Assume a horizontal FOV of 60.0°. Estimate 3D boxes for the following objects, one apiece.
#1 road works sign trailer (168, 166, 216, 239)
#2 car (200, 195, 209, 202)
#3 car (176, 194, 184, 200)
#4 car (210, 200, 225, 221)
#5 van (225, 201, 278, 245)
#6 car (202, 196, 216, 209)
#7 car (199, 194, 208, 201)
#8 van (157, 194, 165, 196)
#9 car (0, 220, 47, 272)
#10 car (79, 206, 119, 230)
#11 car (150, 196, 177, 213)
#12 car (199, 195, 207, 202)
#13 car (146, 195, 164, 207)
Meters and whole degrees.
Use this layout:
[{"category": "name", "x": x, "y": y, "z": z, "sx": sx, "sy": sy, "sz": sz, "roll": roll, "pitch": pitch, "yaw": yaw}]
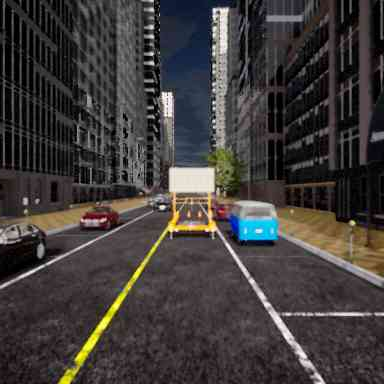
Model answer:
[{"category": "road works sign trailer", "x": -0.003, "y": 0.455, "z": 17.212, "sx": 2.380, "sy": 3.560, "sz": 2.880, "roll": 0, "pitch": 0, "yaw": 0}, {"category": "car", "x": 2.678, "y": 1.370, "z": 72.118, "sx": 1.967, "sy": 1.590, "sz": 4.097, "roll": 0, "pitch": 0, "yaw": 0}, {"category": "car", "x": -3.015, "y": 1.302, "z": 78.690, "sx": 1.837, "sy": 1.490, "sz": 4.892, "roll": 0, "pitch": 0, "yaw": 0}, {"category": "car", "x": 2.685, "y": 1.567, "z": 26.578, "sx": 1.802, "sy": 1.307, "sz": 4.206, "roll": 0, "pitch": 0, "yaw": 0}, {"category": "van", "x": 2.687, "y": 1.333, "z": 15.194, "sx": 1.690, "sy": 1.788, "sz": 3.998, "roll": 0, "pitch": 0, "yaw": 0}, {"category": "car", "x": 2.682, "y": 1.556, "z": 43.656, "sx": 1.802, "sy": 1.307, "sz": 4.206, "roll": 0, "pitch": 0, "yaw": 0}, {"category": "car", "x": 2.677, "y": 1.357, "z": 77.811, "sx": 1.967, "sy": 1.590, "sz": 4.097, "roll": 0, "pitch": 0, "yaw": 0}, {"category": "van", "x": -5.701, "y": 1.295, "z": 60.736, "sx": 1.690, "sy": 1.788, "sz": 3.998, "roll": 0, "pitch": 0, "yaw": 0}, {"category": "car", "x": -5.692, "y": 1.546, "z": 9.503, "sx": 2.008, "sy": 1.369, "sz": 4.403, "roll": 0, "pitch": 0, "yaw": 0}, {"category": "car", "x": -5.695, "y": 1.571, "z": 20.888, "sx": 1.802, "sy": 1.307, "sz": 4.206, "roll": 0, "pitch": 0, "yaw": 0}, {"category": "car", "x": -3.101, "y": 1.471, "z": 37.265, "sx": 2.128, "sy": 1.511, "sz": 4.902, "roll": 0, "pitch": 0, "yaw": 0}, {"category": "car", "x": 2.681, "y": 1.513, "z": 55.041, "sx": 2.008, "sy": 1.369, "sz": 4.403, "roll": 0, "pitch": 0, "yaw": 0}, {"category": "car", "x": -5.699, "y": 1.521, "z": 49.351, "sx": 2.008, "sy": 1.369, "sz": 4.403, "roll": 0, "pitch": 0, "yaw": 0}]
